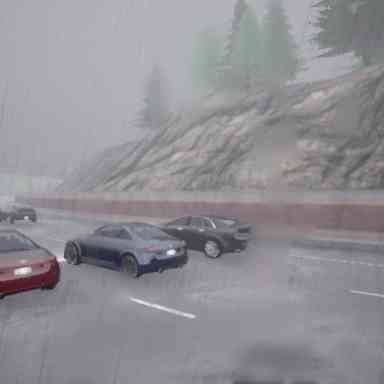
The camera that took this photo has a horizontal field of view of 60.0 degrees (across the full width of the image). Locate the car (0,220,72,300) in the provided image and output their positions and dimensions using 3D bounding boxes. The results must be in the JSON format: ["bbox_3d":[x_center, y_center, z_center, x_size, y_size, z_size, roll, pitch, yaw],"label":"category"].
[{"bbox_3d":[-5.027,1.604,8.125,4.181,1.385,1.994,0,0,39],"label":"car"}]

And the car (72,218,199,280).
[{"bbox_3d":[-2.128,1.615,10.263,4.181,1.385,1.994,0,0,39],"label":"car"}]

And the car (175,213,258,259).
[{"bbox_3d":[0.147,1.569,12.913,4.892,1.490,1.837,0,0,39],"label":"car"}]

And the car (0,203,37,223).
[{"bbox_3d":[-13.717,1.630,26.045,1.837,1.490,4.892,0,0,-43],"label":"car"}]
